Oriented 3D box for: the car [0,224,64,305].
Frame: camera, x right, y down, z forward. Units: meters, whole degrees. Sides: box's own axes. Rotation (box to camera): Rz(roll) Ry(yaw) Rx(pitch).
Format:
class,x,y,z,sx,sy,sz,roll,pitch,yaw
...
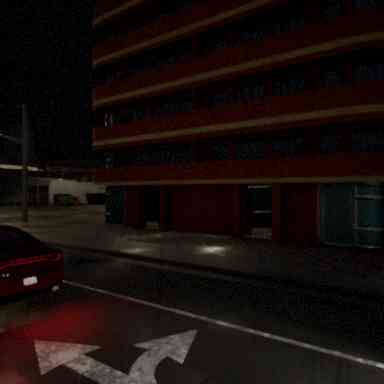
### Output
class,x,y,z,sx,sy,sz,roll,pitch,yaw
car,-4.984,1.465,7.544,5.008,1.535,1.882,0,0,35
